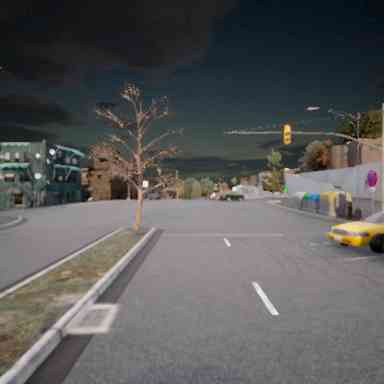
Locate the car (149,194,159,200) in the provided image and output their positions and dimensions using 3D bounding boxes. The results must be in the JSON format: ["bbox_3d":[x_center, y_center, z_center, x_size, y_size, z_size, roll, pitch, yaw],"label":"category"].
[{"bbox_3d":[-8.876,1.215,78.089,1.837,1.490,4.892,0,-1,0],"label":"car"}]

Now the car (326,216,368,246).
[{"bbox_3d":[7.898,1.394,13.182,5.366,1.575,1.946,1,1,-20],"label":"car"}]

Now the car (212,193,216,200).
[{"bbox_3d":[7.897,1.136,74.396,5.366,1.575,1.946,1,-1,-20],"label":"car"}]

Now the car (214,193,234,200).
[{"bbox_3d":[8.102,1.168,83.406,4.553,1.767,2.185,1,-1,-20],"label":"car"}]

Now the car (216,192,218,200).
[{"bbox_3d":[8.066,1.082,68.508,4.674,1.452,2.002,1,-1,-20],"label":"car"}]

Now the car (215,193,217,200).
[{"bbox_3d":[8.073,1.132,71.482,4.674,1.452,2.002,1,-1,-20],"label":"car"}]

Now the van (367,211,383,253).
[{"bbox_3d":[7.964,1.192,10.222,4.442,1.987,1.878,1,1,-20],"label":"van"}]

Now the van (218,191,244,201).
[{"bbox_3d":[7.964,0.764,65.489,4.442,1.987,1.878,1,-1,-20],"label":"van"}]
